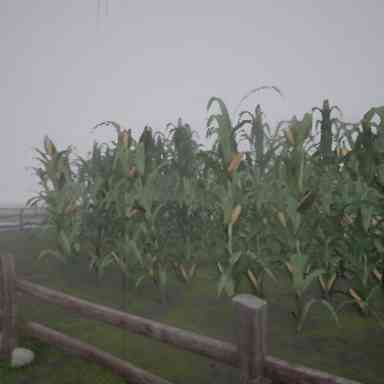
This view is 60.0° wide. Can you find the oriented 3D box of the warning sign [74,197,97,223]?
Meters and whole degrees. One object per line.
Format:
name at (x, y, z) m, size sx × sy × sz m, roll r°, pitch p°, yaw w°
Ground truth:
warning sign at (-7.901, 1.286, 24.730) m, size 1.300 × 1.860 × 1.060 m, roll 1°, pitch 0°, yaw 35°
